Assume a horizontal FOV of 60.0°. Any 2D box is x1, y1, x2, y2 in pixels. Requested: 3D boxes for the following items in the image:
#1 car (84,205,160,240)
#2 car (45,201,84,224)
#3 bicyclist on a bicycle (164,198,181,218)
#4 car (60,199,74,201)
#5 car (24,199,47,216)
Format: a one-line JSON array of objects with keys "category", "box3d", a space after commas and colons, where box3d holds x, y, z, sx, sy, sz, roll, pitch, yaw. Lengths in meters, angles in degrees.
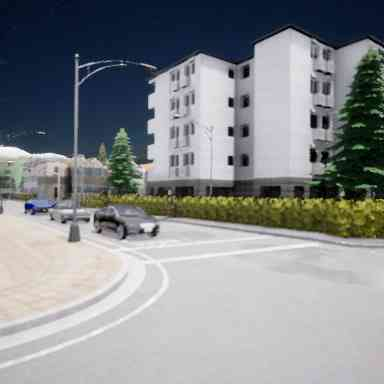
[{"category": "car", "box3d": [-3.371, 1.412, 16.642, 2.128, 1.511, 4.902, 1, -1, -36]}, {"category": "car", "box3d": [-8.900, 1.526, 24.154, 1.895, 1.301, 4.718, 1, -1, -36]}, {"category": "bicyclist on a bicycle", "box3d": [-1.524, 1.320, 26.759, 1.656, 1.620, 0.582, 1, 0, -36]}, {"category": "car", "box3d": [-14.143, 1.526, 37.515, 2.033, 1.411, 5.357, 1, -1, -36]}, {"category": "car", "box3d": [-14.931, 1.408, 32.378, 1.882, 1.535, 5.008, 1, -1, -36]}]
